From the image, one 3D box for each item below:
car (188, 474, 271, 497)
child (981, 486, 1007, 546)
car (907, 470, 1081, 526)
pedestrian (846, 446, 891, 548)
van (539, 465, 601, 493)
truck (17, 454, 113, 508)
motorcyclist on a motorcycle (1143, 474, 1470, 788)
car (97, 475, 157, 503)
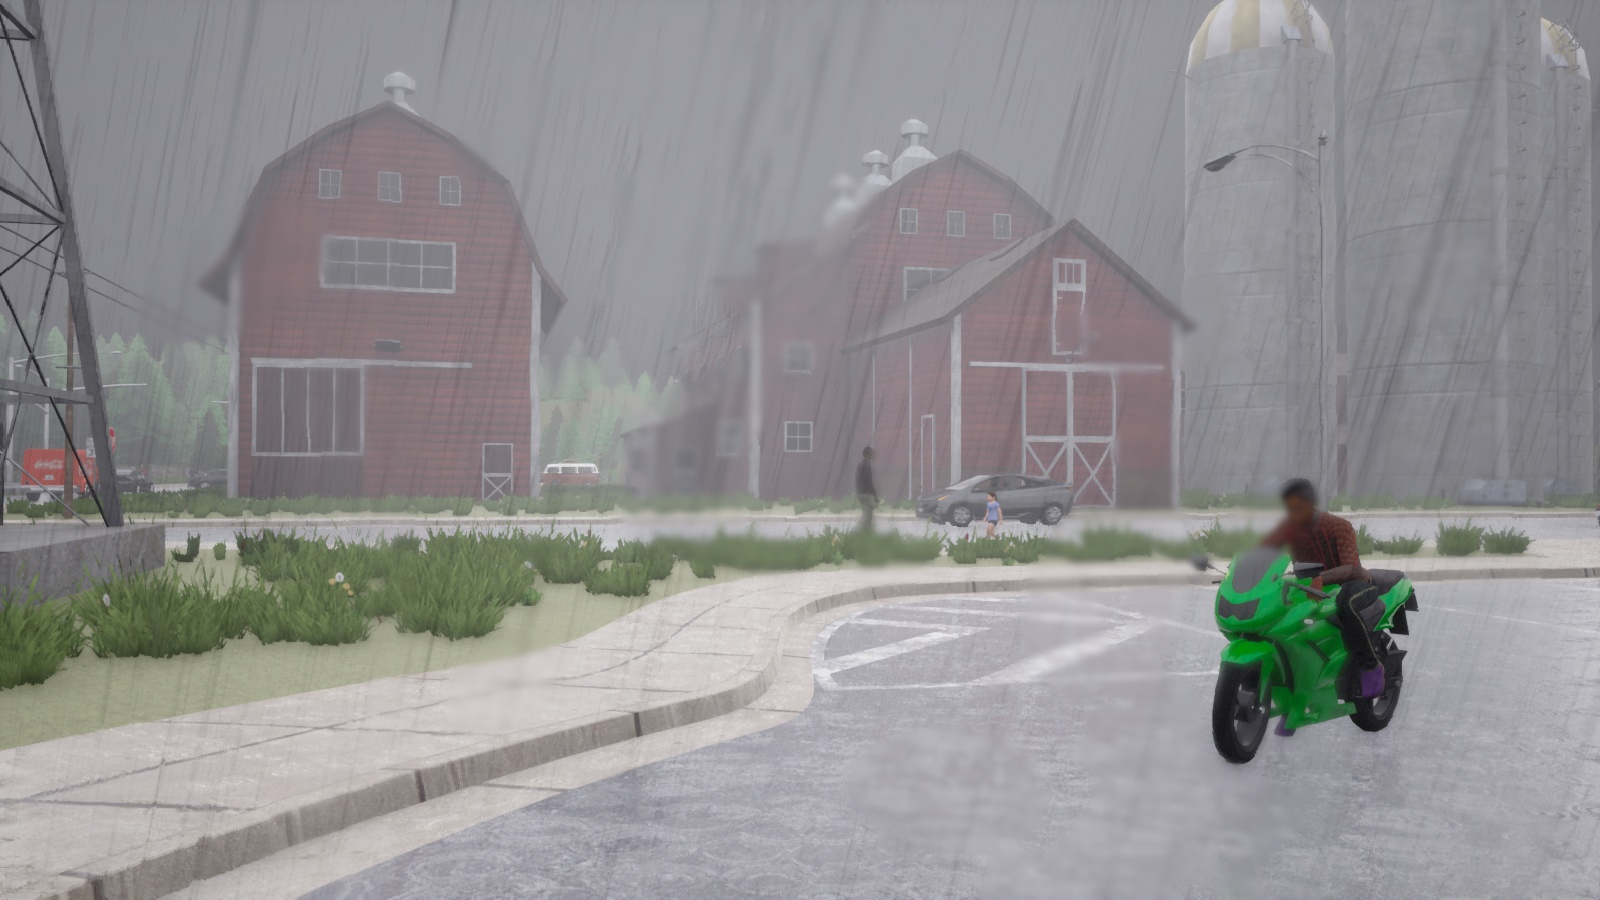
[{"bbox_3d":[-38.901,2.389,85.722,4.892,1.490,1.837,0,-1,-15],"label":"car"},{"bbox_3d":[3.632,1.229,23.505,0.394,1.110,0.255,0,-1,-25],"label":"child"},{"bbox_3d":[5.550,1.344,36.123,4.514,1.525,2.007,0,-1,-15],"label":"car"},{"bbox_3d":[1.252,0.850,23.004,0.703,1.840,0.431,0,-1,-14],"label":"pedestrian"},{"bbox_3d":[-17.421,2.174,95.091,4.480,2.038,2.069,0,-1,-15],"label":"van"},{"bbox_3d":[-35.317,1.483,60.529,2.627,2.467,5.204,0,-1,-14],"label":"truck"},{"bbox_3d":[2.901,0.904,7.094,2.044,1.523,0.797,1,-1,-39],"label":"motorcyclist on a motorcycle"},{"bbox_3d":[-37.836,2.155,70.686,1.837,1.490,4.892,0,-1,-14],"label":"car"}]
